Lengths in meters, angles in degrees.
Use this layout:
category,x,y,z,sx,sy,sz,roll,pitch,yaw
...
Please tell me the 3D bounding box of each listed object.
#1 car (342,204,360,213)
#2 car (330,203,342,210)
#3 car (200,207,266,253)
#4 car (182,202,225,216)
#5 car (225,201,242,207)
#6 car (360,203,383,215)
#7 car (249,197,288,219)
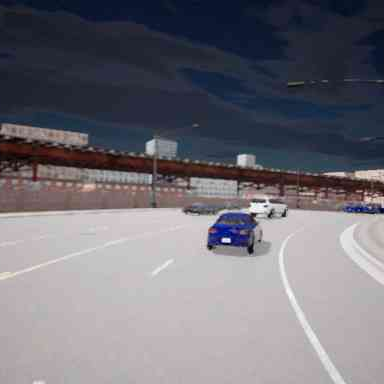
category,x,y,z,sx,sy,sz,roll,pitch,yaw
car,27.390,2.762,55.100,5.008,1.535,1.882,4,-3,-38
car,29.182,2.971,65.462,4.553,1.767,2.097,5,-3,-36
car,1.934,1.619,14.334,1.812,1.442,4.674,1,0,17
car,1.077,1.766,35.797,2.033,1.411,5.357,1,-1,33
car,5.421,2.004,47.758,1.994,1.385,4.181,1,-1,39
car,28.471,2.561,51.533,4.553,1.767,2.097,4,-2,-40
car,7.880,1.581,34.030,2.150,2.045,5.566,0,-1,38
